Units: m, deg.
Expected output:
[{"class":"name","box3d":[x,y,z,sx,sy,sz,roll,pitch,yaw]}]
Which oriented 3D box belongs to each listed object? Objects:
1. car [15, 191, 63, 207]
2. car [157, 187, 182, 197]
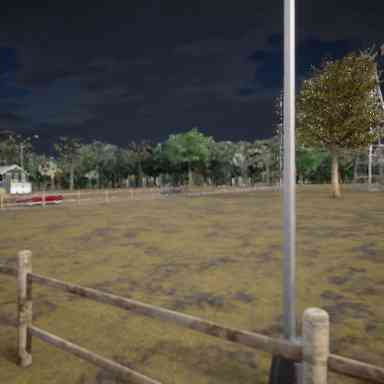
[{"class":"car","box3d":[-16.572,0.741,36.127,1.882,1.535,5.008,-3,1,36]},{"class":"car","box3d":[-3.645,-0.099,54.222,1.837,1.490,4.892,-3,0,36]}]
